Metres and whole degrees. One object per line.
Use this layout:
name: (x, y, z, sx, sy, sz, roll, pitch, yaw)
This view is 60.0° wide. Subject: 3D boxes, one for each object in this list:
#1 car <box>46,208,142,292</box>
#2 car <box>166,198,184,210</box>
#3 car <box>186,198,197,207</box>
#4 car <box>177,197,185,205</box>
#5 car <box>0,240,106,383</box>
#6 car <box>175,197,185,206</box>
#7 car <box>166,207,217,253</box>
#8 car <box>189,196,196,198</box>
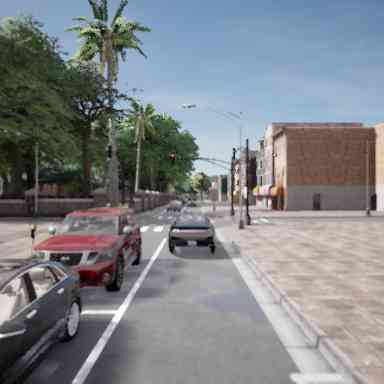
car: (-2.633, 1.406, 9.355, 2.192, 1.841, 5.009, 0, -1, 0)
car: (-2.610, 1.984, 47.500, 1.967, 1.590, 4.097, 0, -1, 0)
car: (0.045, 2.415, 66.427, 1.895, 1.301, 4.718, 0, -1, 0)
car: (-2.606, 2.062, 53.187, 1.967, 1.590, 4.097, 0, -1, 0)
car: (-2.636, 1.588, 3.889, 2.008, 1.369, 4.403, 0, -1, 0)
car: (-2.928, 2.271, 81.135, 2.150, 2.045, 5.566, 0, -1, 0)
car: (0.012, 1.635, 14.300, 2.128, 1.511, 4.902, 0, 0, 0)
car: (0.054, 2.115, 82.060, 2.150, 2.045, 5.566, 0, -1, 0)
